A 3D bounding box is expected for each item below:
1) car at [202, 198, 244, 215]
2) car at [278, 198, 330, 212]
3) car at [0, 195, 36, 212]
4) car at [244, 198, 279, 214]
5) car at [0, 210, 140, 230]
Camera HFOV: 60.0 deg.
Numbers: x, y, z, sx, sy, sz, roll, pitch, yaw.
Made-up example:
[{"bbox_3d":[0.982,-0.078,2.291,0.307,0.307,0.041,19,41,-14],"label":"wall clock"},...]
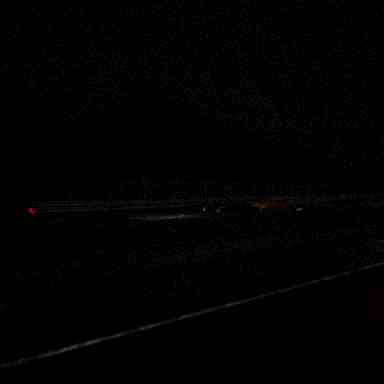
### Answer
[{"bbox_3d":[3.135,1.334,32.033,4.902,1.511,2.128,-1,0,-35],"label":"car"},{"bbox_3d":[9.795,1.337,28.189,4.674,1.442,1.812,-1,0,-35],"label":"car"},{"bbox_3d":[-11.217,1.216,17.488,5.566,2.045,2.150,0,0,-36],"label":"car"},{"bbox_3d":[7.543,1.292,30.879,5.008,1.535,1.882,-1,0,-35],"label":"car"},{"bbox_3d":[-4.602,1.527,13.610,5.357,1.411,2.033,0,0,-36],"label":"car"}]
